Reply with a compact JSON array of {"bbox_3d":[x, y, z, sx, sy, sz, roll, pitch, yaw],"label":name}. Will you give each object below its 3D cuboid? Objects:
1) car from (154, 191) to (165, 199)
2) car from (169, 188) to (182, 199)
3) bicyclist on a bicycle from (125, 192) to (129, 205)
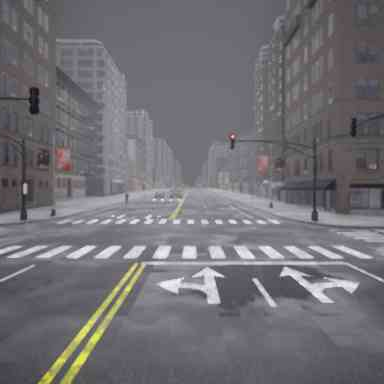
[{"bbox_3d":[-6.475,0.540,66.465,1.882,1.535,5.008,0,1,0],"label":"car"},{"bbox_3d":[-3.225,0.320,66.429,2.150,2.045,5.566,0,1,0],"label":"car"},{"bbox_3d":[-8.734,0.901,44.535,0.659,1.776,1.843,0,1,0],"label":"bicyclist on a bicycle"}]
